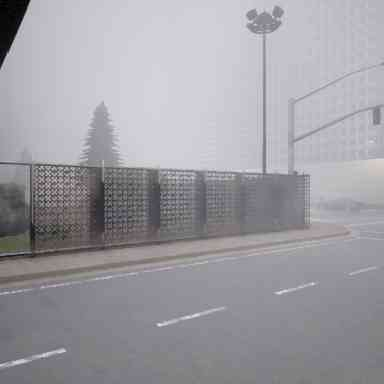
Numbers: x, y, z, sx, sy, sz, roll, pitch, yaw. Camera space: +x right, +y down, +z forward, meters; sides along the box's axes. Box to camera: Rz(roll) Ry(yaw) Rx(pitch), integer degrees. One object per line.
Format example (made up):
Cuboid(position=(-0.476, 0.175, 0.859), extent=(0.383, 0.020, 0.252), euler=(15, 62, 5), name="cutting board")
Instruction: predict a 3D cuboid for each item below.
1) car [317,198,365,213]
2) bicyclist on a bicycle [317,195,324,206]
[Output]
Cuboid(position=(15.849, 1.436, 35.670), extent=(2.128, 1.511, 4.902), euler=(0, 0, -36), name="car")
Cuboid(position=(16.614, 1.245, 42.838), extent=(1.656, 1.620, 0.582), euler=(0, 0, -35), name="bicyclist on a bicycle")
